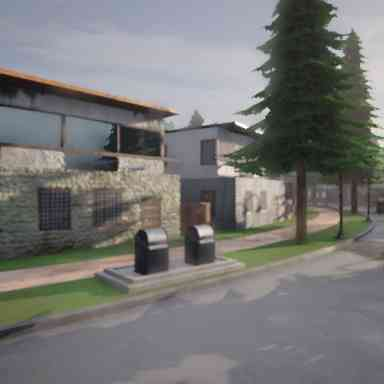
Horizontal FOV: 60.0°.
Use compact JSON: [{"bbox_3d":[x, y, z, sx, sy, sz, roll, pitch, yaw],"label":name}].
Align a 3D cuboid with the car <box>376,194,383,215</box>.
[{"bbox_3d":[19.260,1.254,31.788,2.150,2.045,5.566,0,0,18],"label":"car"}]
